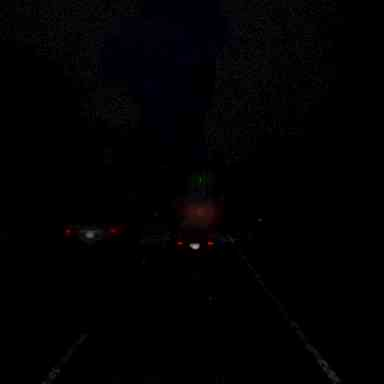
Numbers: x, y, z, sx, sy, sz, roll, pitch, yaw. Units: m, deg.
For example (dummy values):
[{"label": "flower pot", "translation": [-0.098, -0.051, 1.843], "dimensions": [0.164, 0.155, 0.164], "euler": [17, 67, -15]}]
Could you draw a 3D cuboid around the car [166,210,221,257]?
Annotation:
[{"label": "car", "translation": [0.197, 1.667, 13.577], "dimensions": [1.812, 1.442, 4.674], "euler": [0, 0, 2]}]

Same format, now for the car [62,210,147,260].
[{"label": "car", "translation": [-3.319, 1.488, 13.183], "dimensions": [2.097, 1.767, 4.553], "euler": [0, -1, 2]}]

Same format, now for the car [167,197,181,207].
[{"label": "car", "translation": [-3.428, 1.881, 63.328], "dimensions": [2.150, 2.045, 5.566], "euler": [0, -1, 6]}]

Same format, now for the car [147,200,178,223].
[{"label": "car", "translation": [-2.652, 1.777, 28.938], "dimensions": [1.882, 1.535, 5.008], "euler": [0, 0, 4]}]

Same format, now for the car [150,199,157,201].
[{"label": "car", "translation": [-7.086, 2.118, 61.969], "dimensions": [1.882, 1.535, 5.008], "euler": [0, -1, 6]}]

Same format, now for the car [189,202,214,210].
[{"label": "car", "translation": [0.787, 1.641, 27.935], "dimensions": [2.097, 1.767, 4.553], "euler": [0, -1, 4]}]
